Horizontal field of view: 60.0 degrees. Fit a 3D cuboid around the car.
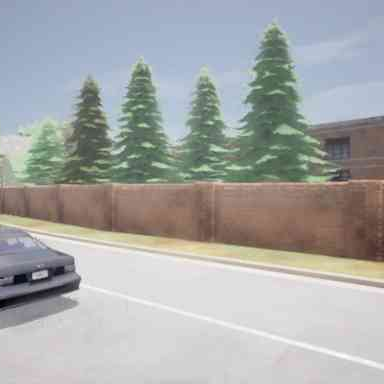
[{"bbox_3d":[-4.707,1.498,7.391,5.357,1.411,2.033,0,0,37],"label":"car"}]
